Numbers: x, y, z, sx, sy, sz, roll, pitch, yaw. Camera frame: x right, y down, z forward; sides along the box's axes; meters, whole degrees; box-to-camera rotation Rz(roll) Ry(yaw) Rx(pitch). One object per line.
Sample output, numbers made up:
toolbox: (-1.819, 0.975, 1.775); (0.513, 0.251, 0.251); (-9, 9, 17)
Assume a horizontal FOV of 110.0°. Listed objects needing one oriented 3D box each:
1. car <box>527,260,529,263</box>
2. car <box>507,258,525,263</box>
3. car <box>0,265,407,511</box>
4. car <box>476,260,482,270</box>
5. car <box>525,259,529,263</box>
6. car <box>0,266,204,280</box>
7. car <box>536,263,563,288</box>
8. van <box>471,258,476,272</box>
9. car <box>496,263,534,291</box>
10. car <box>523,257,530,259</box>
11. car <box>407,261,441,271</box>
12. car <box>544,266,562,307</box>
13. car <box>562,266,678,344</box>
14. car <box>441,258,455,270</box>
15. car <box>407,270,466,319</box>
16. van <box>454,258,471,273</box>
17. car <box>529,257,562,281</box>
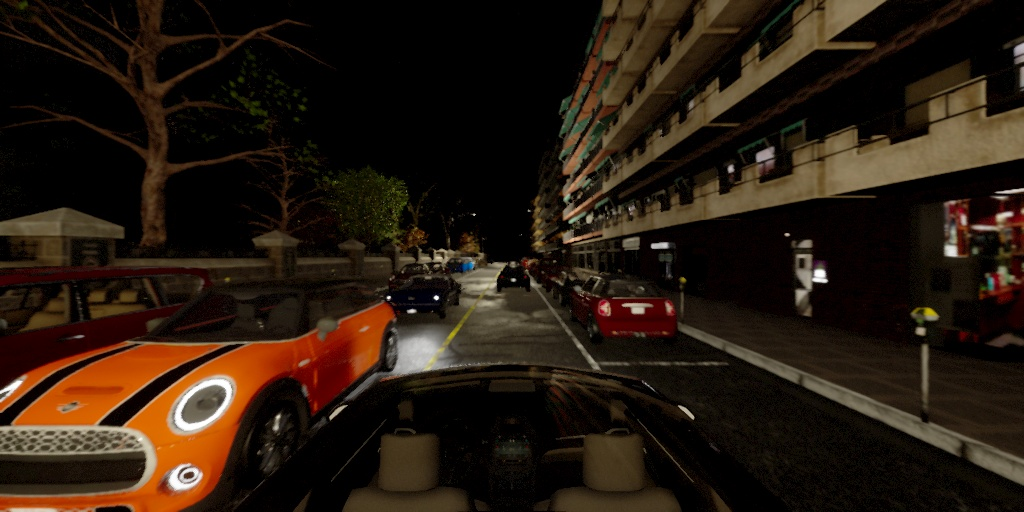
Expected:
car: (2.676, 1.285, 32.122); (2.007, 1.370, 4.403); (0, 0, 0)
car: (0.082, 1.282, 39.583); (2.033, 1.411, 5.357); (0, 0, 0)
car: (-3.094, 1.099, 4.561); (2.097, 1.767, 4.553); (0, 0, 0)
car: (-5.711, 1.288, 49.007); (2.007, 1.370, 4.403); (0, 0, 0)
car: (2.674, 1.279, 37.751); (1.888, 1.381, 4.507); (0, 0, 0)
car: (-5.692, 1.062, 3.967); (2.192, 1.841, 5.009); (0, 0, 0)
car: (2.682, 1.283, 20.861); (1.888, 1.381, 4.507); (0, 0, 0)
van: (-5.709, 1.075, 43.377); (1.690, 1.789, 3.998); (0, 0, 0)
car: (0.089, 1.302, 21.892); (1.994, 1.385, 4.181); (0, 0, 0)
car: (2.672, 1.175, 43.380); (1.967, 1.591, 4.097); (0, 0, 0)
car: (-5.699, 1.177, 20.858); (1.967, 1.591, 4.097); (0, 0, 0)
car: (2.684, 1.291, 15.231); (2.007, 1.370, 4.403); (0, 0, 0)
car: (2.687, 1.184, 9.601); (1.967, 1.591, 4.097); (0, 0, 0)
car: (-5.701, 1.175, 26.487); (1.967, 1.591, 4.097); (0, 0, 0)
car: (-3.006, 1.342, 12.978); (1.895, 1.301, 4.718); (0, 0, 0)
van: (-5.707, 1.074, 37.748); (1.690, 1.789, 3.998); (0, 0, 0)
car: (2.679, 1.050, 26.491); (2.192, 1.841, 5.009); (0, 0, 0)
